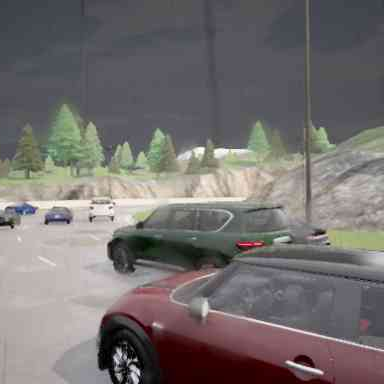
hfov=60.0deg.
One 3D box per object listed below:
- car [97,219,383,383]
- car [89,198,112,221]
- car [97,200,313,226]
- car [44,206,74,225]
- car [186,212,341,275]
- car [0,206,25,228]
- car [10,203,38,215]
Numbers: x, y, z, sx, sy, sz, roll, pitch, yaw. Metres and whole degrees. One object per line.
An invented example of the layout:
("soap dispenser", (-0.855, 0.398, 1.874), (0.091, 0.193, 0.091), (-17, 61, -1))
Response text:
("car", (1.012, 1.375, 3.578), (4.553, 1.767, 2.097), (-1, -1, 38))
("car", (-8.436, 1.563, 31.382), (2.150, 2.045, 5.566), (-1, 0, -12))
("car", (-0.013, 1.295, 8.854), (5.566, 2.045, 2.150), (-1, -1, 44))
("car", (-11.057, 1.894, 27.828), (1.994, 1.385, 4.181), (0, 0, -16))
("car", (2.295, 1.574, 11.684), (4.902, 1.511, 2.128), (-1, -1, 43))
("car", (-13.632, 1.919, 24.109), (1.895, 1.301, 4.718), (0, -1, -20))
("car", (-19.780, 1.973, 38.797), (1.882, 1.535, 5.008), (0, 0, -1))
